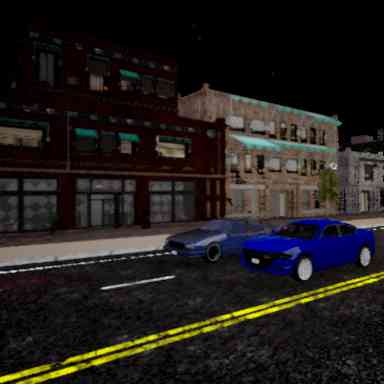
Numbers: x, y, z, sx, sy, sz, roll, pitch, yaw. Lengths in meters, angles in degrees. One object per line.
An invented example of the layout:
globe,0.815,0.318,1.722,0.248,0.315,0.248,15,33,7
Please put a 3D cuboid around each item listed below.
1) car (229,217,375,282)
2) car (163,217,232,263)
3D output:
car,3.731,1.597,10.354,5.008,1.535,1.882,1,-1,-35
car,1.574,1.686,12.807,5.357,1.411,2.033,1,-1,-35
